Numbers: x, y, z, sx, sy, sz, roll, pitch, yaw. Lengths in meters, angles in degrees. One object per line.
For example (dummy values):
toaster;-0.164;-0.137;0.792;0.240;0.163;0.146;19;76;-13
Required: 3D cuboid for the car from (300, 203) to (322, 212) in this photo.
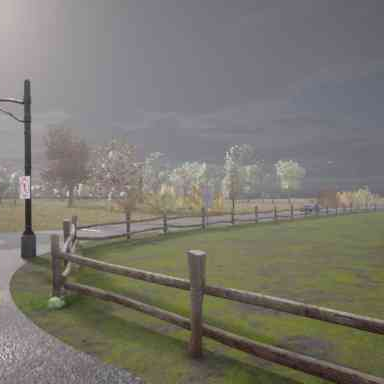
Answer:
car;18.949;2.449;52.944;2.033;1.411;5.357;-1;-2;40
